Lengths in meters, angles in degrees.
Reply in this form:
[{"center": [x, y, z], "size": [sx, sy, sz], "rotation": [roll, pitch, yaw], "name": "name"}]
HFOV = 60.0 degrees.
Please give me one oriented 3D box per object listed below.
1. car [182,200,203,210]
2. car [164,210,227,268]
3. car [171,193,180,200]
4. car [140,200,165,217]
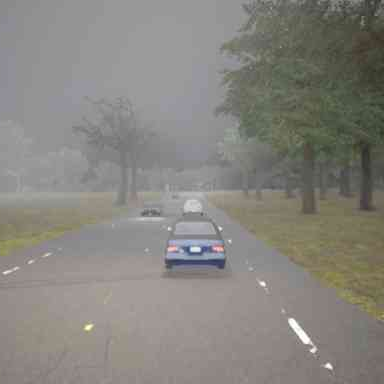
[{"center": [0.098, 1.465, 32.457], "size": [1.812, 1.442, 4.674], "rotation": [0, 0, 0], "name": "car"}, {"center": [0.094, 1.582, 11.351], "size": [2.033, 1.411, 5.357], "rotation": [0, 0, 0], "name": "car"}, {"center": [-3.498, 0.893, 71.807], "size": [2.033, 1.411, 5.357], "rotation": [0, 1, 0], "name": "car"}, {"center": [-3.598, 1.496, 31.308], "size": [2.033, 1.411, 5.357], "rotation": [0, 0, 0], "name": "car"}]
